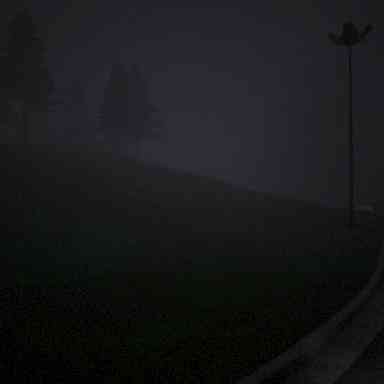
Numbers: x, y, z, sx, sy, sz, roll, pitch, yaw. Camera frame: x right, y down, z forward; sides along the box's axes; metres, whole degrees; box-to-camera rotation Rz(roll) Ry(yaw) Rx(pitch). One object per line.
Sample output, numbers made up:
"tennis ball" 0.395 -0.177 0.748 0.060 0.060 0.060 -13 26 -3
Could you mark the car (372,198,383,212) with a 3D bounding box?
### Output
"car" 21.971 1.388 37.491 2.128 1.511 4.902 0 0 9
